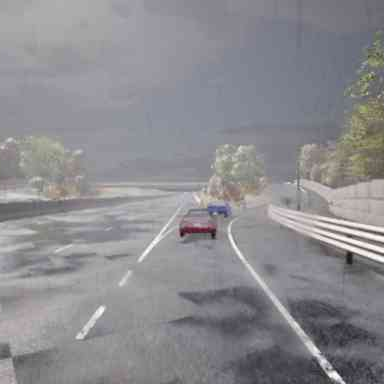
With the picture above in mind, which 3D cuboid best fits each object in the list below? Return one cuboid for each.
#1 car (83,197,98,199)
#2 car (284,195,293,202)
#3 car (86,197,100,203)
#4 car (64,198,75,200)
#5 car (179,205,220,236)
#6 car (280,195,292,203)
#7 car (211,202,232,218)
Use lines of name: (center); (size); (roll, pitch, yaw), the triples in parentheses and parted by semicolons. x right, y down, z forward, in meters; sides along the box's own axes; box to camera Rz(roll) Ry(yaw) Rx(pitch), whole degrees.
car: (-21.018, 1.805, 66.538); (1.837, 1.490, 4.892); (0, 0, 0)
car: (26.296, 1.649, 90.466); (2.128, 1.511, 4.902); (0, 3, 19)
car: (-24.523, 1.919, 82.786); (2.128, 1.511, 4.902); (0, 0, 0)
car: (-24.518, 1.858, 66.537); (1.994, 1.385, 4.181); (0, 0, 0)
car: (0.451, 1.650, 18.934); (1.994, 1.385, 4.181); (0, 0, 5)
car: (22.674, 1.919, 80.645); (2.150, 2.045, 5.566); (0, 2, 20)
car: (2.867, 1.709, 33.056); (1.882, 1.535, 5.008); (2, -1, 14)
